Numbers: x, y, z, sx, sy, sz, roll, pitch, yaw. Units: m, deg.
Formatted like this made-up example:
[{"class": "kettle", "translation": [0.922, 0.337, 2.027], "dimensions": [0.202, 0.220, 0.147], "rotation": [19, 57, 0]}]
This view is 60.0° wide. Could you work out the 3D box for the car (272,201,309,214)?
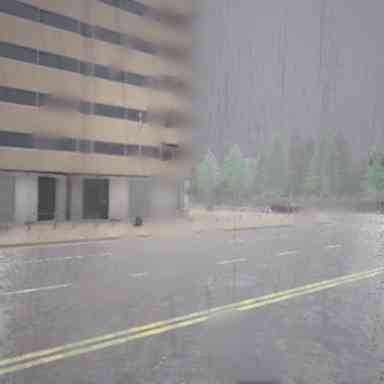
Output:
[{"class": "car", "translation": [12.009, 1.919, 40.833], "dimensions": [1.882, 1.535, 5.008], "rotation": [1, 1, -29]}]
